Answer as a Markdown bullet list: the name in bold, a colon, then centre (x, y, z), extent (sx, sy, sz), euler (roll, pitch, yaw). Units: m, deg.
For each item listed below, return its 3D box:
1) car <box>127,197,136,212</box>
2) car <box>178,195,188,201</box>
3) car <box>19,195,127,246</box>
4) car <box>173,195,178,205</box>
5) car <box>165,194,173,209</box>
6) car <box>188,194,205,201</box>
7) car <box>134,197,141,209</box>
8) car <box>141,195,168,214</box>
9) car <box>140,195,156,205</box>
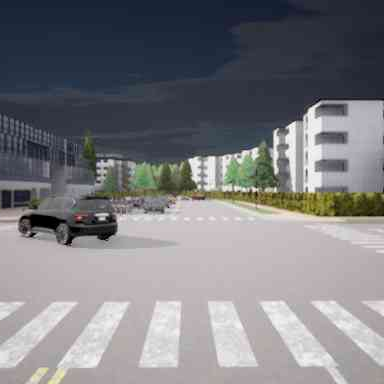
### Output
- **car**: centre (-7.244, 1.468, 33.165), extent (1.895, 1.301, 4.718), euler (0, 0, 1)
- **car**: centre (-2.277, 1.300, 74.098), extent (1.895, 1.301, 4.718), euler (0, 0, -17)
- **car**: centre (-5.755, 1.162, 15.237), extent (5.566, 2.045, 2.150), euler (0, 0, 39)
- **car**: centre (-3.820, 1.132, 55.242), extent (2.097, 1.767, 4.553), euler (0, 0, 0)
- **car**: centre (-3.770, 1.334, 42.623), extent (1.837, 1.490, 4.892), euler (0, 0, 0)
- **car**: centre (1.377, 1.183, 74.034), extent (1.882, 1.535, 5.008), euler (0, 0, -17)
- **car**: centre (-7.273, 1.376, 42.815), extent (2.033, 1.411, 5.357), euler (0, 0, 0)
- **car**: centre (-3.659, 1.372, 33.168), extent (1.837, 1.490, 4.892), euler (0, 0, -2)
- **car**: centre (-7.352, 1.268, 56.085), extent (2.128, 1.511, 4.902), euler (0, 0, 0)
